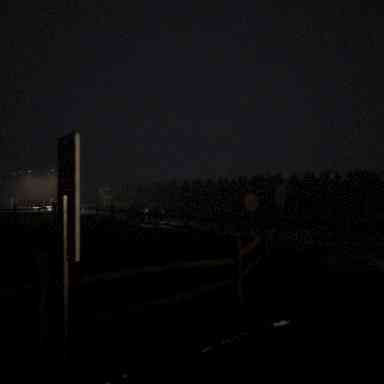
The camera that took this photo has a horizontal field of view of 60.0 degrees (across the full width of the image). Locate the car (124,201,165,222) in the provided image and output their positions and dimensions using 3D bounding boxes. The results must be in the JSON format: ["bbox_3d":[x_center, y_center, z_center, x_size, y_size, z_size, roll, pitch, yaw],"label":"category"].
[{"bbox_3d":[-4.239,1.622,29.547,2.097,1.767,4.553,0,0,-35],"label":"car"}]
